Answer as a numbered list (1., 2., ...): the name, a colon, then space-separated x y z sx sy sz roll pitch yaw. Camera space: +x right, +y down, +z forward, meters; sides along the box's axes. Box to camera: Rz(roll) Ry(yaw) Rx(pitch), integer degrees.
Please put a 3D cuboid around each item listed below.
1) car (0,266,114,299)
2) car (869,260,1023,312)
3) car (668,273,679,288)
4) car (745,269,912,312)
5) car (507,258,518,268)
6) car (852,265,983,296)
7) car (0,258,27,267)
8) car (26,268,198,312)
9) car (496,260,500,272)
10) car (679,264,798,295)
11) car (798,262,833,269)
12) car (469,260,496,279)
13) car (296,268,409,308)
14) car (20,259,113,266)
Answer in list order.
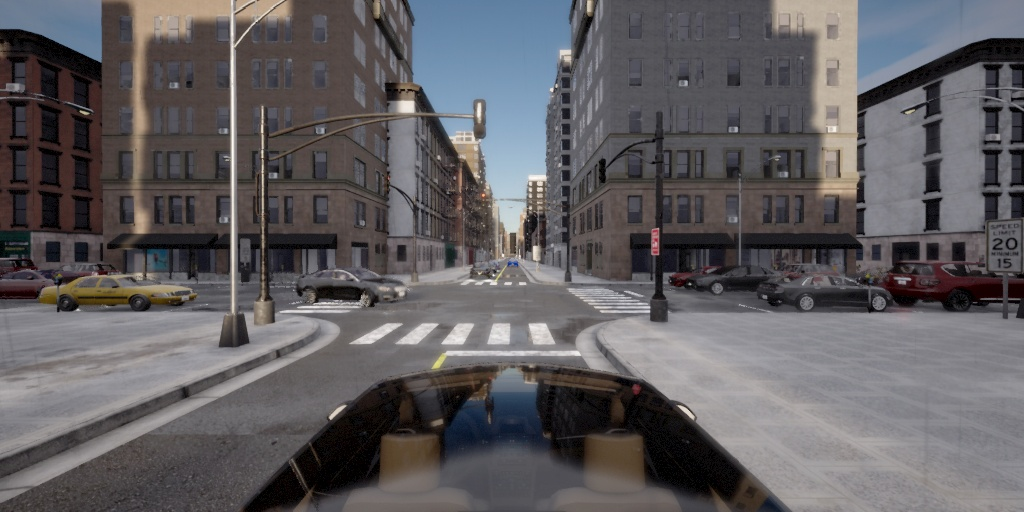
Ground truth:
1. car: -21.078 1.318 16.258 4.181 1.385 1.994 0 0 0
2. car: 17.200 1.090 13.601 5.009 1.841 2.192 0 0 0
3. car: 11.817 1.280 21.644 4.507 1.381 1.888 0 0 0
4. car: 11.791 1.325 13.619 4.403 1.370 2.007 0 0 0
5. car: 0.144 1.245 63.126 1.882 1.535 5.008 0 0 0
6. car: 21.401 1.255 19.073 4.892 1.490 1.837 0 0 0
7. car: -32.014 1.041 21.784 5.009 1.841 2.192 0 0 0
8. car: -14.885 1.293 13.704 4.829 1.417 1.751 0 0 0
9. car: -2.754 1.305 42.813 2.033 1.411 5.357 0 0 0
10. car: 11.919 1.253 19.100 4.892 1.490 1.837 0 0 0
11. car: 17.226 1.176 21.626 4.097 1.591 1.967 0 0 0
12. car: -2.777 1.259 33.016 1.837 1.490 4.892 0 0 0
13. car: -6.725 1.253 15.133 4.902 1.511 2.128 0 0 18
14. car: -26.352 1.167 21.766 4.097 1.591 1.967 0 0 0
